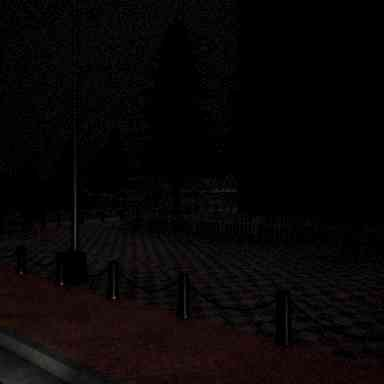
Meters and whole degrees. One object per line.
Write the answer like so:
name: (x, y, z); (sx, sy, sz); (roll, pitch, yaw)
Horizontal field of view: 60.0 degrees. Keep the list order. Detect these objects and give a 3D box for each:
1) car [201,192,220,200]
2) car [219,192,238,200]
car: (5.235, 1.378, 91.415); (3.806, 1.475, 1.970); (0, 0, 35)
car: (9.594, 1.368, 84.710); (3.633, 1.501, 1.845); (0, 0, 35)
